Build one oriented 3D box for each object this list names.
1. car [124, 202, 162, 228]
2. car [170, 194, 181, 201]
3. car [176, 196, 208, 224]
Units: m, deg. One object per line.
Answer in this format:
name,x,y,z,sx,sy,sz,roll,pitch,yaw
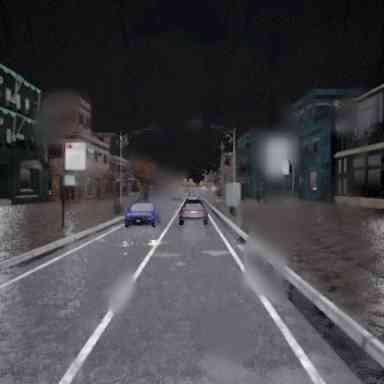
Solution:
car,-3.093,1.394,21.660,1.882,1.535,5.008,0,0,0
car,-3.012,1.048,62.712,1.994,1.385,4.181,0,1,1
car,0.106,1.330,23.783,2.033,1.649,4.856,0,0,0
